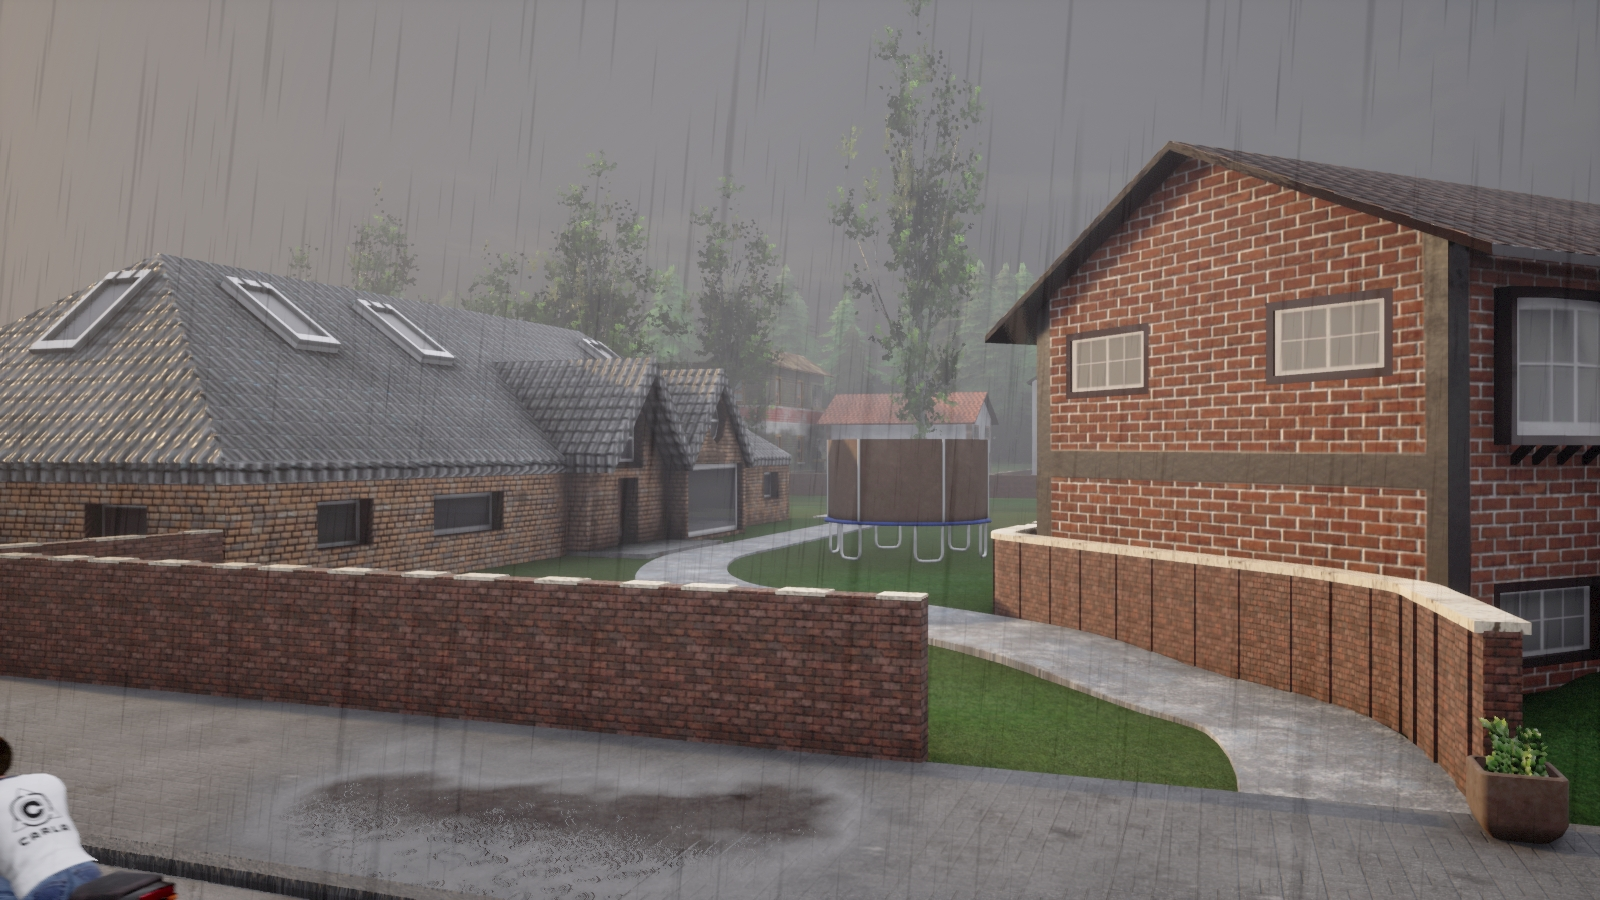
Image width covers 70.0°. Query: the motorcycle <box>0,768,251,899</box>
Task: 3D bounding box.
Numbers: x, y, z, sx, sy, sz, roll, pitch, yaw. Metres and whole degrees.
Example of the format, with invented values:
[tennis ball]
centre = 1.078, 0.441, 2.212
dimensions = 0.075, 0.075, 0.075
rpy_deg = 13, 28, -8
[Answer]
[motorcycle]
centre = -3.559, 2.185, 5.119
dimensions = 2.033, 1.199, 0.803
rpy_deg = -1, 0, 21
